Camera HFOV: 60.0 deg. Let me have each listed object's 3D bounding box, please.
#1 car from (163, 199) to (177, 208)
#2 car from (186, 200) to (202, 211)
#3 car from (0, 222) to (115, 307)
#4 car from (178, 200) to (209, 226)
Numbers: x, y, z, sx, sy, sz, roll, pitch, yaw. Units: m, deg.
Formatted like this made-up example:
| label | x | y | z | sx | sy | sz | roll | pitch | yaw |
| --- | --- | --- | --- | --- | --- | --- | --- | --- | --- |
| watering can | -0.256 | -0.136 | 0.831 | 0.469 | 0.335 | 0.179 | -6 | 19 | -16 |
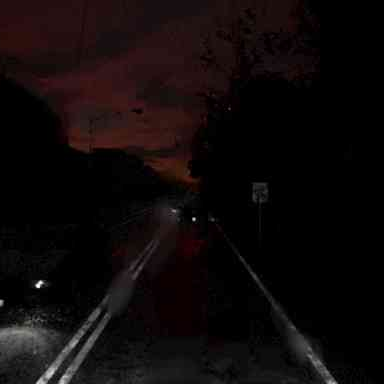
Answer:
| label | x | y | z | sx | sy | sz | roll | pitch | yaw |
| --- | --- | --- | --- | --- | --- | --- | --- | --- | --- |
| car | -3.210 | 1.713 | 48.890 | 1.895 | 1.301 | 4.718 | 0 | 0 | 0 |
| car | 0.194 | 1.669 | 41.822 | 1.895 | 1.301 | 4.718 | 0 | 0 | 0 |
| car | -3.347 | 1.506 | 8.344 | 2.033 | 1.411 | 5.357 | 0 | 0 | 0 |
| car | 0.133 | 1.467 | 23.294 | 1.837 | 1.490 | 4.892 | 0 | 0 | 0 |
